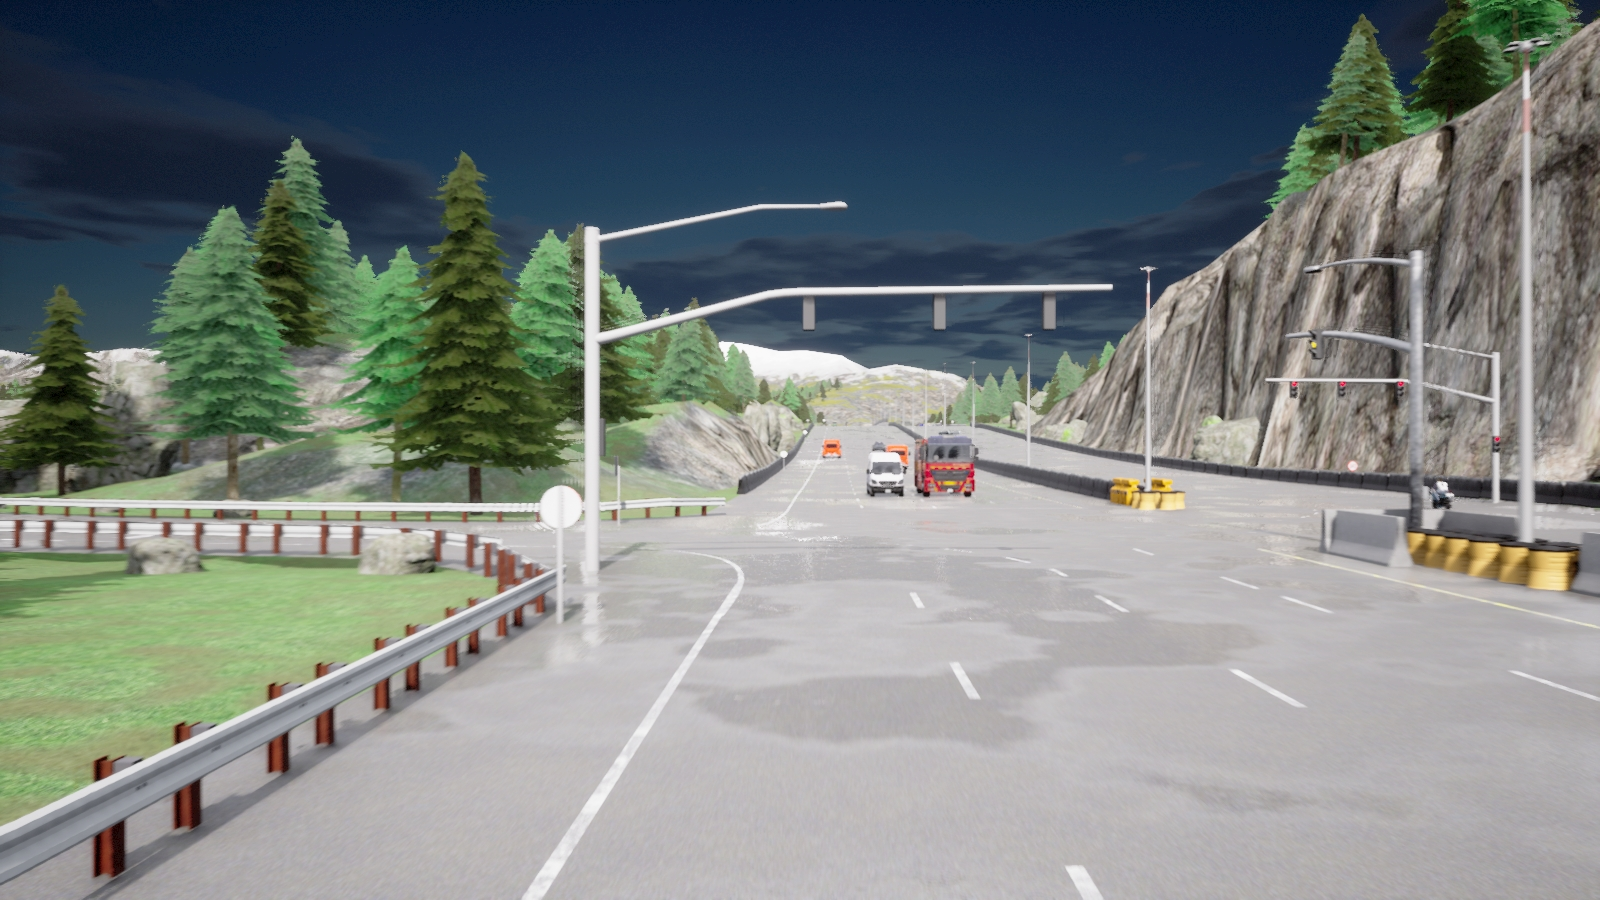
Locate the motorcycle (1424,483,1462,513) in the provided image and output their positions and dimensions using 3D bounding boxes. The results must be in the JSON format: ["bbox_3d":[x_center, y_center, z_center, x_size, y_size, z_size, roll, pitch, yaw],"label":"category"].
[{"bbox_3d":[29.121,2.161,51.774,0.803,1.217,2.033,-3,0,9],"label":"motorcycle"}]

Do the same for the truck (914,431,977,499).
[{"bbox_3d":[8.596,0.815,68.278,2.891,3.827,8.468,0,0,2],"label":"truck"}]

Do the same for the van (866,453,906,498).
[{"bbox_3d":[5.090,1.457,68.466,1.988,2.561,5.915,0,0,1],"label":"van"}]
